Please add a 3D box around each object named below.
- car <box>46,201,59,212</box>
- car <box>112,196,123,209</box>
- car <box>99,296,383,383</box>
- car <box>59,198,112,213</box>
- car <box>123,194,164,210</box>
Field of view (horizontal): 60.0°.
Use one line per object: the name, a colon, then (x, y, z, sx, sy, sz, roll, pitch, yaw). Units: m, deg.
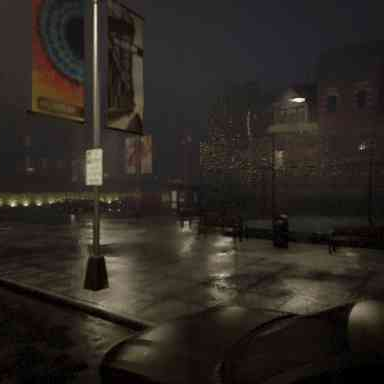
car: (-14.440, 1.502, 38.697, 2.128, 1.511, 4.902, 0, 0, 35)
car: (-9.198, 1.363, 46.164, 2.097, 1.767, 4.553, 0, 0, 35)
car: (1.491, 1.480, 2.069, 5.008, 1.535, 2.097, 0, 0, 35)
car: (-11.651, 1.514, 36.577, 1.837, 1.490, 4.892, 0, 0, 35)
car: (-6.090, 1.232, 44.494, 2.150, 2.045, 5.566, 0, 0, 35)
